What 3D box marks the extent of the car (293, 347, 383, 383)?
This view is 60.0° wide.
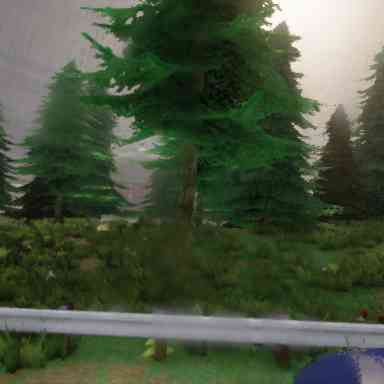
[{"bbox_3d":[3.050,1.610,2.178,4.674,1.442,1.812,0,-2,6],"label":"car"}]
